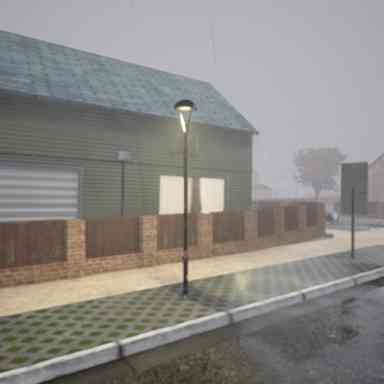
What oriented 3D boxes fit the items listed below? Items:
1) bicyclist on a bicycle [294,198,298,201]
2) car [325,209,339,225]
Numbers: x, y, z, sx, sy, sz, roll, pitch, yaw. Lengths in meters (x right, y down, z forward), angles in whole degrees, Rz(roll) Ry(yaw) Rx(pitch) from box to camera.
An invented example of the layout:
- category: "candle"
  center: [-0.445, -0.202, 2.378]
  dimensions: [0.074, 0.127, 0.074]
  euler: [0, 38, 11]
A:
- category: "bicyclist on a bicycle"
  center: [9.802, 1.428, 31.370]
  dimensions: [1.656, 1.620, 0.582]
  euler: [1, -1, -34]
- category: "car"
  center: [7.936, 1.464, 23.587]
  dimensions: [2.128, 1.511, 4.902]
  euler: [2, -1, -34]
